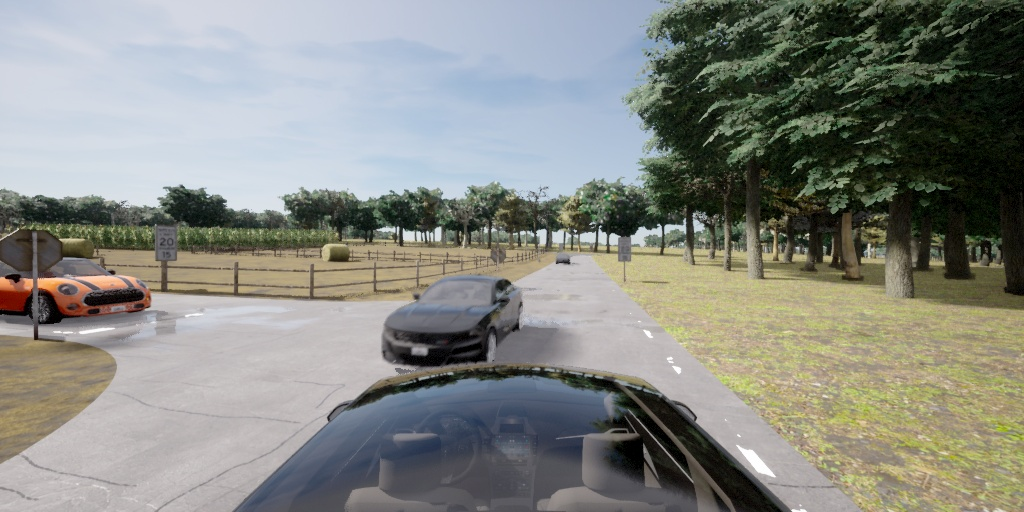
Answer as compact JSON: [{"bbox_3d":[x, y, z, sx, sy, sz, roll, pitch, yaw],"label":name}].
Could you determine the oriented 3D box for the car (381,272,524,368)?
[{"bbox_3d":[-0.953,1.165,7.972,1.882,1.535,5.008,1,1,11],"label":"car"}]

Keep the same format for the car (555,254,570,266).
[{"bbox_3d":[6.996,0.437,49.074,1.882,1.535,5.008,0,2,11],"label":"car"}]

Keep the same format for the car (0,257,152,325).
[{"bbox_3d":[-13.038,0.816,10.223,4.553,1.767,2.097,1,1,9],"label":"car"}]
